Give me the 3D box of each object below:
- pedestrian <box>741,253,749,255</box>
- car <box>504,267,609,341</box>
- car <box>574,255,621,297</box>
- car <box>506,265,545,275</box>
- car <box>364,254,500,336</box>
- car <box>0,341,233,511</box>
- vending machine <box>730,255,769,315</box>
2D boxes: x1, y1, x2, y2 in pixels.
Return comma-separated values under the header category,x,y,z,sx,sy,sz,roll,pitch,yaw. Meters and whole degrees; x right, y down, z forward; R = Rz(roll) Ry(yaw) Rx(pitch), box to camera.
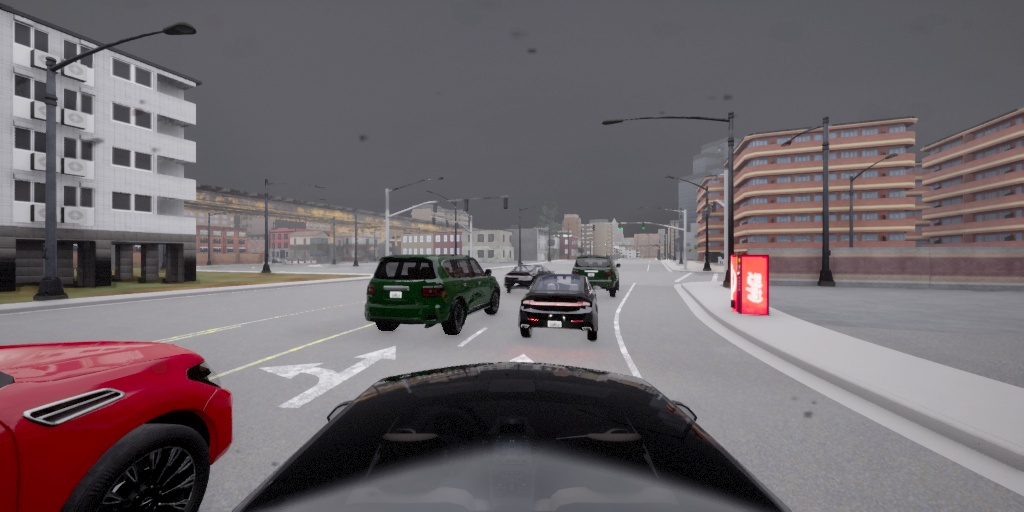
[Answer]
category,x,y,z,sx,sy,sz,roll,pitch,yaw
pedestrian,8.041,0.795,12.407,0.375,1.860,0.375,0,0,21
car,1.433,1.242,10.034,2.128,1.511,4.902,0,0,12
car,4.553,0.972,19.283,2.150,2.045,5.566,0,0,19
car,1.210,1.242,20.378,2.128,1.511,4.902,0,0,24
car,-2.001,0.971,10.742,2.150,2.045,5.566,0,0,14
car,-3.265,0.971,0.473,2.150,2.045,5.566,0,0,-2
vending machine,7.808,0.945,11.787,1.100,2.100,0.880,0,0,20
